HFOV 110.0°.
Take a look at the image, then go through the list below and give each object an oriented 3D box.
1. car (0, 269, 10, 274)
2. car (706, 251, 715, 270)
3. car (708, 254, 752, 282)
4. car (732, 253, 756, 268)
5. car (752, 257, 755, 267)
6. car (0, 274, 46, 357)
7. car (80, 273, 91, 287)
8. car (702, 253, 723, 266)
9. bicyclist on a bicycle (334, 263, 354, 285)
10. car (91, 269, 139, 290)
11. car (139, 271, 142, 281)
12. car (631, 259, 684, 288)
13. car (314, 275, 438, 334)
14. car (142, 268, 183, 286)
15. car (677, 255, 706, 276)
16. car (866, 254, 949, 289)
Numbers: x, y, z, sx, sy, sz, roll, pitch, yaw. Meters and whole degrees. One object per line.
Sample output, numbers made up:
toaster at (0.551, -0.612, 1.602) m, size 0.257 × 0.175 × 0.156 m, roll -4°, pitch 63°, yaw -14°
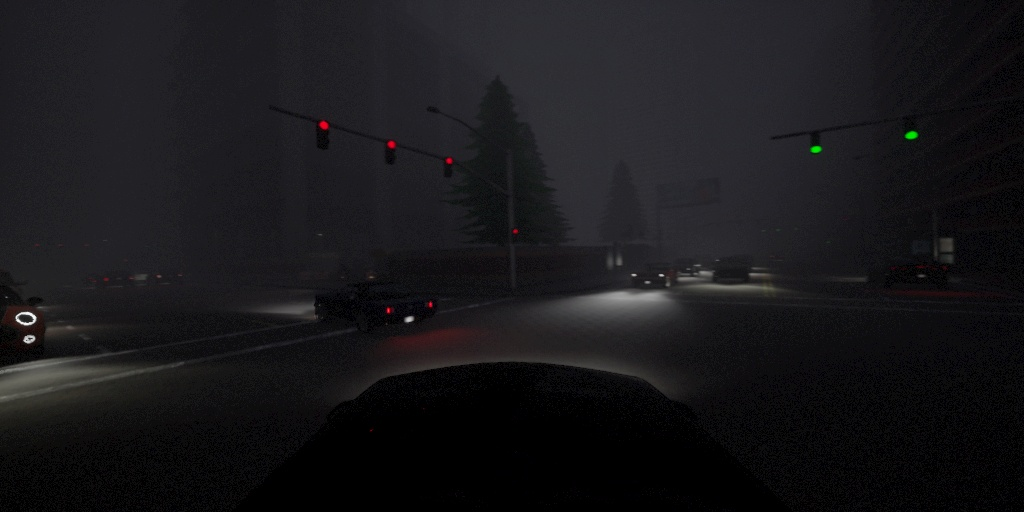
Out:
car at (-20.725, 1.538, 13.797) m, size 5.566 × 2.045 × 2.150 m, roll -2°, pitch 0°, yaw 34°
car at (19.691, 0.608, 37.219) m, size 2.128 × 1.511 × 4.902 m, roll -2°, pitch 0°, yaw 35°
car at (14.240, 0.780, 23.283) m, size 1.882 × 1.535 × 5.008 m, roll -2°, pitch 0°, yaw 35°
car at (25.918, 0.472, 40.002) m, size 2.033 × 1.411 × 5.357 m, roll -2°, pitch 0°, yaw 35°
car at (20.002, 0.620, 31.575) m, size 1.837 × 1.490 × 4.892 m, roll -2°, pitch 0°, yaw 35°
car at (-12.679, 1.434, 8.306) m, size 4.553 × 1.767 × 2.097 m, roll -2°, pitch 0°, yaw 34°
car at (-45.930, 2.544, 39.563) m, size 4.892 × 1.490 × 1.837 m, roll -2°, pitch 0°, yaw 34°
car at (25.498, 0.454, 45.547) m, size 1.812 × 1.442 × 4.674 m, roll -2°, pitch 0°, yaw 35°
bicyclist on a bicycle at (-12.684, 1.355, 27.052) m, size 0.582 × 1.620 × 1.656 m, roll -2°, pitch 0°, yaw 34°
car at (-37.614, 2.148, 33.954) m, size 4.553 × 1.767 × 2.097 m, roll -2°, pitch 0°, yaw 35°
car at (-44.350, 2.512, 42.818) m, size 4.674 × 1.442 × 1.812 m, roll -2°, pitch 0°, yaw 34°
car at (8.580, 1.077, 21.250) m, size 1.895 × 1.301 × 4.718 m, roll -2°, pitch 0°, yaw 35°
car at (-4.464, 1.454, 11.276) m, size 4.718 × 1.301 × 1.895 m, roll -1°, pitch 1°, yaw 42°
car at (-36.113, 2.098, 37.230) m, size 4.553 × 1.767 × 2.097 m, roll -2°, pitch 0°, yaw 34°
car at (14.074, 0.846, 29.182) m, size 2.033 × 1.411 × 5.357 m, roll -2°, pitch 0°, yaw 35°
car at (18.901, 0.648, 17.375) m, size 1.882 × 1.535 × 5.008 m, roll -2°, pitch 0°, yaw 35°
